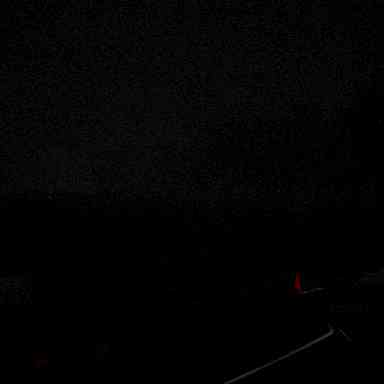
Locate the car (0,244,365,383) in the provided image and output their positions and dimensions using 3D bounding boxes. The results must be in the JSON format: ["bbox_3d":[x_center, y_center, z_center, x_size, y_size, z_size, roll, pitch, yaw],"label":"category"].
[{"bbox_3d":[-0.875,1.349,2.168,4.553,1.767,2.097,0,0,-35],"label":"car"}]

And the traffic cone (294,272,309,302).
[{"bbox_3d":[2.198,1.976,6.943,0.340,0.580,0.340,0,0,-33],"label":"traffic cone"}]
